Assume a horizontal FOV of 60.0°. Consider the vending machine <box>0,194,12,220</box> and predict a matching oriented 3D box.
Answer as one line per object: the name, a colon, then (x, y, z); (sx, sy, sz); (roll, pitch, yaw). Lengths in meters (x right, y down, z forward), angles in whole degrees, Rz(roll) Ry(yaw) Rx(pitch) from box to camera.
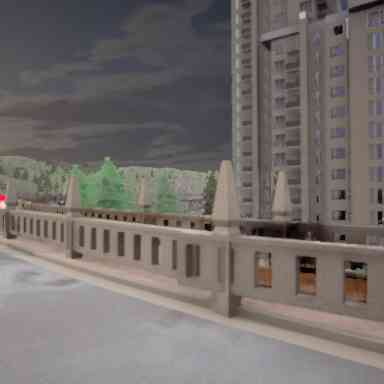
vending machine: (-15.604, 1.204, 27.588); (1.100, 2.100, 0.880); (-1, 0, -32)
